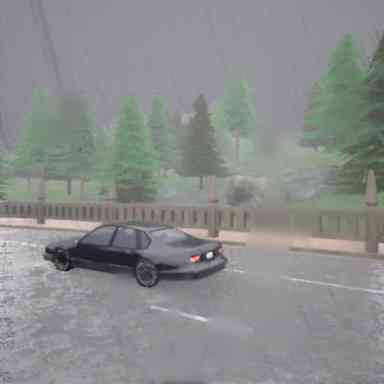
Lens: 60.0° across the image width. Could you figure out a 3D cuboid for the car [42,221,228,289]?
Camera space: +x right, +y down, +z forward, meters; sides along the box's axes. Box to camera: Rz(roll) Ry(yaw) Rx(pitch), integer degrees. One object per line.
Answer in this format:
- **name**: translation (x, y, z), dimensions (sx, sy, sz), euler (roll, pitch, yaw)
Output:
- **car**: translation (-1.731, 1.523, 9.078), dimensions (5.357, 1.411, 2.033), euler (0, 0, 32)
